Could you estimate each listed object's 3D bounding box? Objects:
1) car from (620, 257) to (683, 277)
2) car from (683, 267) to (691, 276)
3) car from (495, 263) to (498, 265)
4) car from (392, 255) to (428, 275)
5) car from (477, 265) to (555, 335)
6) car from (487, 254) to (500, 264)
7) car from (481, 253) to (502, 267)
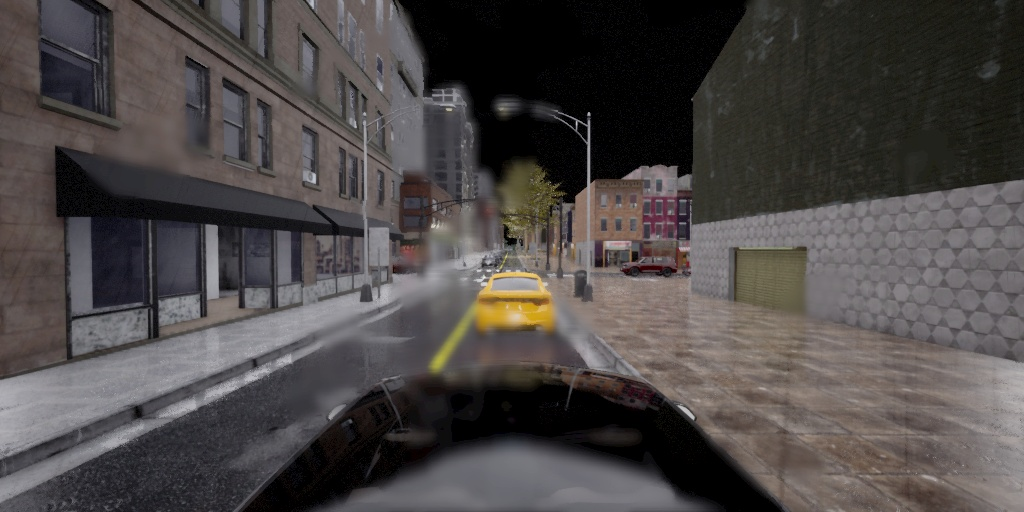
[{"bbox_3d":[12.711,0.952,33.411,5.009,1.841,2.192,0,0,0],"label":"car"},{"bbox_3d":[18.113,1.296,33.418,4.207,1.307,1.802,0,0,0],"label":"car"},{"bbox_3d":[0.073,1.250,19.881,1.895,1.301,4.718,0,1,0],"label":"car"},{"bbox_3d":[-9.464,0.717,30.258,4.553,1.767,2.097,1,1,6],"label":"car"},{"bbox_3d":[0.098,1.206,10.439,1.882,1.535,5.008,0,0,0],"label":"car"},{"bbox_3d":[-2.830,0.442,55.837,1.895,1.301,4.718,0,2,0],"label":"car"},{"bbox_3d":[-2.828,0.613,45.997,2.128,1.511,4.902,0,2,1],"label":"car"}]
